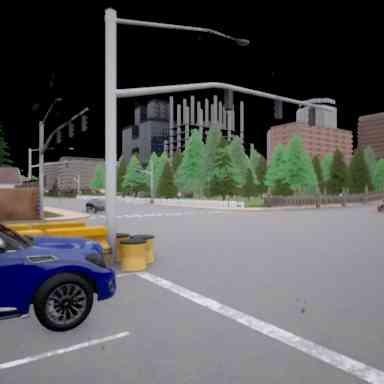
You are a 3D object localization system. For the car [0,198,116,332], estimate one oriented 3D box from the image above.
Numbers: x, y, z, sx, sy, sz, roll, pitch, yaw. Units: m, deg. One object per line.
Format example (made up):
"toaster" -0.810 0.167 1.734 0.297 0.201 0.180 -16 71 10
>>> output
"car" -4.044 1.222 5.178 5.566 2.045 2.150 0 0 -35

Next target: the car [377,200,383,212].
"car" 22.773 1.315 37.371 4.553 1.767 2.097 0 0 -35
